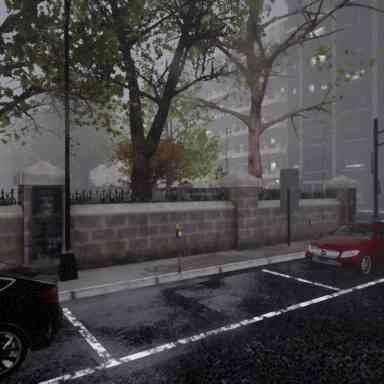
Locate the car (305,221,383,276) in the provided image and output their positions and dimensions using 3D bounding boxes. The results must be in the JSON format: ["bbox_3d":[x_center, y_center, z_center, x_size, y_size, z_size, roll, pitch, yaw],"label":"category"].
[{"bbox_3d":[5.279,1.581,10.232,4.206,1.307,1.802,0,0,-35],"label":"car"}]

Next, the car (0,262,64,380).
[{"bbox_3d":[-3.791,1.566,3.886,4.313,1.339,1.947,0,0,-35],"label":"car"}]
